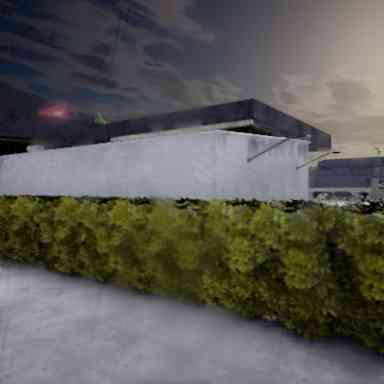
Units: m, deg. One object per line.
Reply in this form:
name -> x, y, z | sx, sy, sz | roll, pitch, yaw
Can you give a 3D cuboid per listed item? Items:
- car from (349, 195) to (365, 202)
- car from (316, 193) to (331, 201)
car -> 25.997, 1.278, 52.353 | 2.007, 1.523, 4.514 | 0, 0, 35
car -> 28.721, 1.111, 72.522 | 2.152, 1.636, 5.027 | 0, 0, 35
